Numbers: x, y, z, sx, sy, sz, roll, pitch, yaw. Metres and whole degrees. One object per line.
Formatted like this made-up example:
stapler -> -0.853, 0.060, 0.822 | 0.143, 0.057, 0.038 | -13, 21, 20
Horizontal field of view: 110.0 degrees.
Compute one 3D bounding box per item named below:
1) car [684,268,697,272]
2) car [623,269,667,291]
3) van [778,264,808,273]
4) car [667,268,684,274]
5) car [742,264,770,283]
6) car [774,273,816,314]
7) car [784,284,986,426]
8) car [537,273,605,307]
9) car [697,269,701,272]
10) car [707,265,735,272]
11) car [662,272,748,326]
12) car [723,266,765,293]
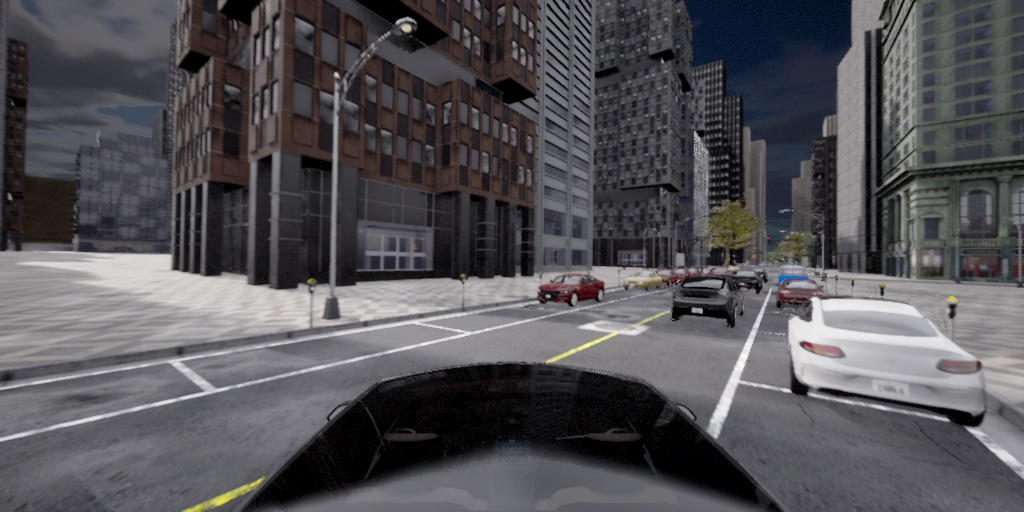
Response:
car -> 16.144, 1.869, 34.687 | 1.888, 1.381, 4.507 | 0, 0, 37
car -> 9.409, 1.666, 25.714 | 1.751, 1.417, 4.829 | 0, 0, 37
van -> 19.654, 1.602, 25.120 | 1.690, 1.789, 3.998 | 0, 0, 37
car -> 12.827, 1.777, 30.269 | 1.888, 1.381, 4.507 | 0, 0, 37
car -> 26.058, 1.969, 38.265 | 1.882, 1.535, 5.008 | 0, -1, 37
car -> 13.018, 1.660, 16.286 | 1.802, 1.307, 4.207 | 0, 0, 37
car -> 5.771, 1.397, 6.004 | 1.812, 1.442, 4.674 | 0, -1, 37
car -> 2.878, 1.503, 17.013 | 1.888, 1.381, 4.507 | 0, 0, 37
car -> 19.460, 1.961, 39.106 | 1.888, 1.381, 4.507 | 0, 0, 37
car -> 21.593, 1.901, 37.389 | 1.882, 1.535, 5.008 | 0, -1, 37
car -> 7.079, 1.467, 12.823 | 1.837, 1.490, 4.892 | 0, -1, 37
car -> 16.436, 1.700, 25.286 | 1.882, 1.535, 5.008 | 0, -1, 37
